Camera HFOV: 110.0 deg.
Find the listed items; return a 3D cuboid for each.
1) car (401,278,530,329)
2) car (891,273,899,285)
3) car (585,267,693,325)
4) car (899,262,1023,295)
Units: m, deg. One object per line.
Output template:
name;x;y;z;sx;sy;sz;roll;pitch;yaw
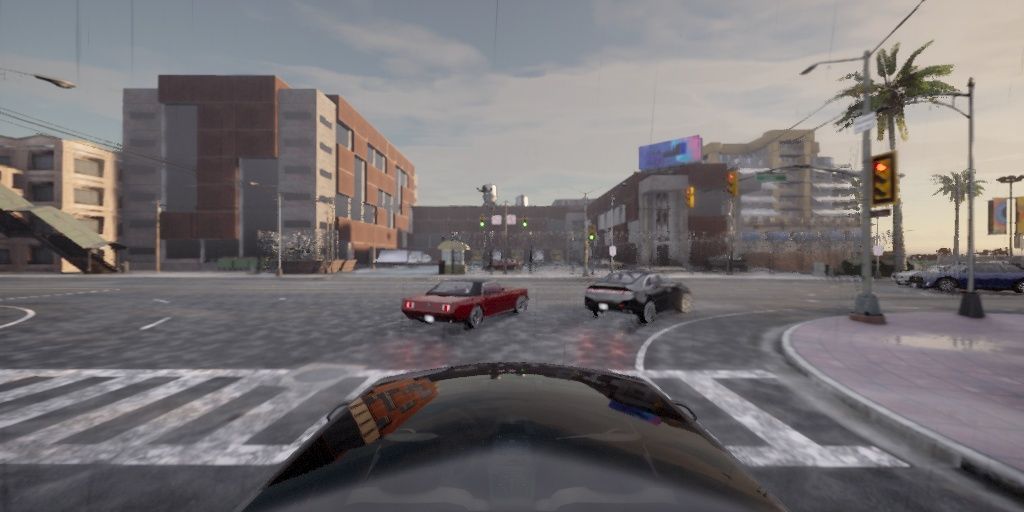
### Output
car;-1.153;1.353;11.386;1.895;1.301;4.718;0;0;27
car;27.852;1.322;23.229;4.674;1.442;1.812;0;0;23
car;4.392;1.252;12.058;4.902;1.511;2.128;0;-1;-44
car;25.744;1.145;20.261;4.553;1.767;2.097;0;0;22
